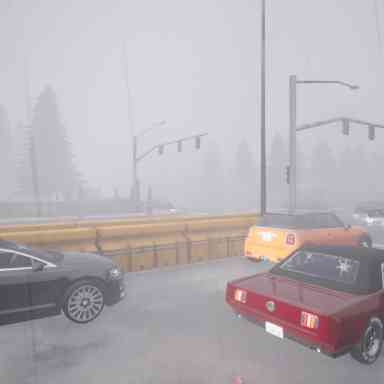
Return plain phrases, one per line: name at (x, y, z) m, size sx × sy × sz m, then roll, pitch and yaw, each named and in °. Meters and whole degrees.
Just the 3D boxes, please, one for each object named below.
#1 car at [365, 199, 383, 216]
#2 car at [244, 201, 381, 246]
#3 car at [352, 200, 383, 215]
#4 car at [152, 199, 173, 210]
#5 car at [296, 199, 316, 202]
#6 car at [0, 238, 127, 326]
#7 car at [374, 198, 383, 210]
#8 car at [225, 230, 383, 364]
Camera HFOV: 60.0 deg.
car at (17.171, 1.564, 29.178) m, size 4.181 × 1.385 × 1.994 m, roll 0°, pitch 0°, yaw -36°
car at (3.885, 1.352, 10.829) m, size 4.553 × 1.767 × 2.097 m, roll 0°, pitch 0°, yaw -36°
car at (18.688, 1.564, 34.563) m, size 4.181 × 1.385 × 1.994 m, roll 0°, pitch 0°, yaw -36°
car at (-4.243, 1.564, 43.989) m, size 1.994 × 1.385 × 4.181 m, roll 0°, pitch 0°, yaw -36°
car at (13.508, 1.547, 39.690) m, size 5.357 × 1.411 × 2.033 m, roll 0°, pitch 0°, yaw 11°
car at (-3.528, 1.492, 5.522) m, size 4.902 × 1.511 × 2.128 m, roll 0°, pitch 0°, yaw -36°
car at (26.391, 1.526, 44.370) m, size 4.674 × 1.442 × 1.812 m, roll 0°, pitch 0°, yaw -35°
car at (2.937, 1.601, 5.848) m, size 4.718 × 1.301 × 1.895 m, roll 0°, pitch 0°, yaw -36°
